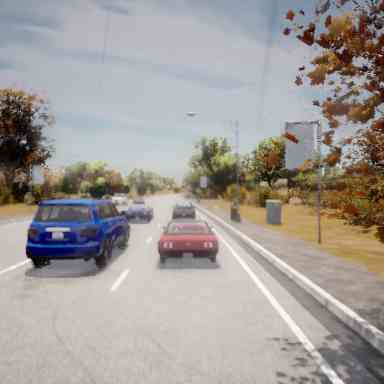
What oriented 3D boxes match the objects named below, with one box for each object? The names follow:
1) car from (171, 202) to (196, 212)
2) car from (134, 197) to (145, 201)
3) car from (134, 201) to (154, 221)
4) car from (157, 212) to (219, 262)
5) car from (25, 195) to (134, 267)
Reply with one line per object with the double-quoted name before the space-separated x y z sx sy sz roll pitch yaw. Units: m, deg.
"car" -0.682 1.550 27.887 2.128 1.511 4.902 0 0 -2
"car" -9.224 1.650 57.852 1.812 1.442 4.674 0 0 -2
"car" -4.157 1.659 27.137 1.895 1.301 4.718 0 0 -2
"car" -0.150 1.626 12.184 1.895 1.301 4.718 0 0 -1
"car" -3.640 1.249 11.595 2.150 2.045 5.566 0 0 -1
